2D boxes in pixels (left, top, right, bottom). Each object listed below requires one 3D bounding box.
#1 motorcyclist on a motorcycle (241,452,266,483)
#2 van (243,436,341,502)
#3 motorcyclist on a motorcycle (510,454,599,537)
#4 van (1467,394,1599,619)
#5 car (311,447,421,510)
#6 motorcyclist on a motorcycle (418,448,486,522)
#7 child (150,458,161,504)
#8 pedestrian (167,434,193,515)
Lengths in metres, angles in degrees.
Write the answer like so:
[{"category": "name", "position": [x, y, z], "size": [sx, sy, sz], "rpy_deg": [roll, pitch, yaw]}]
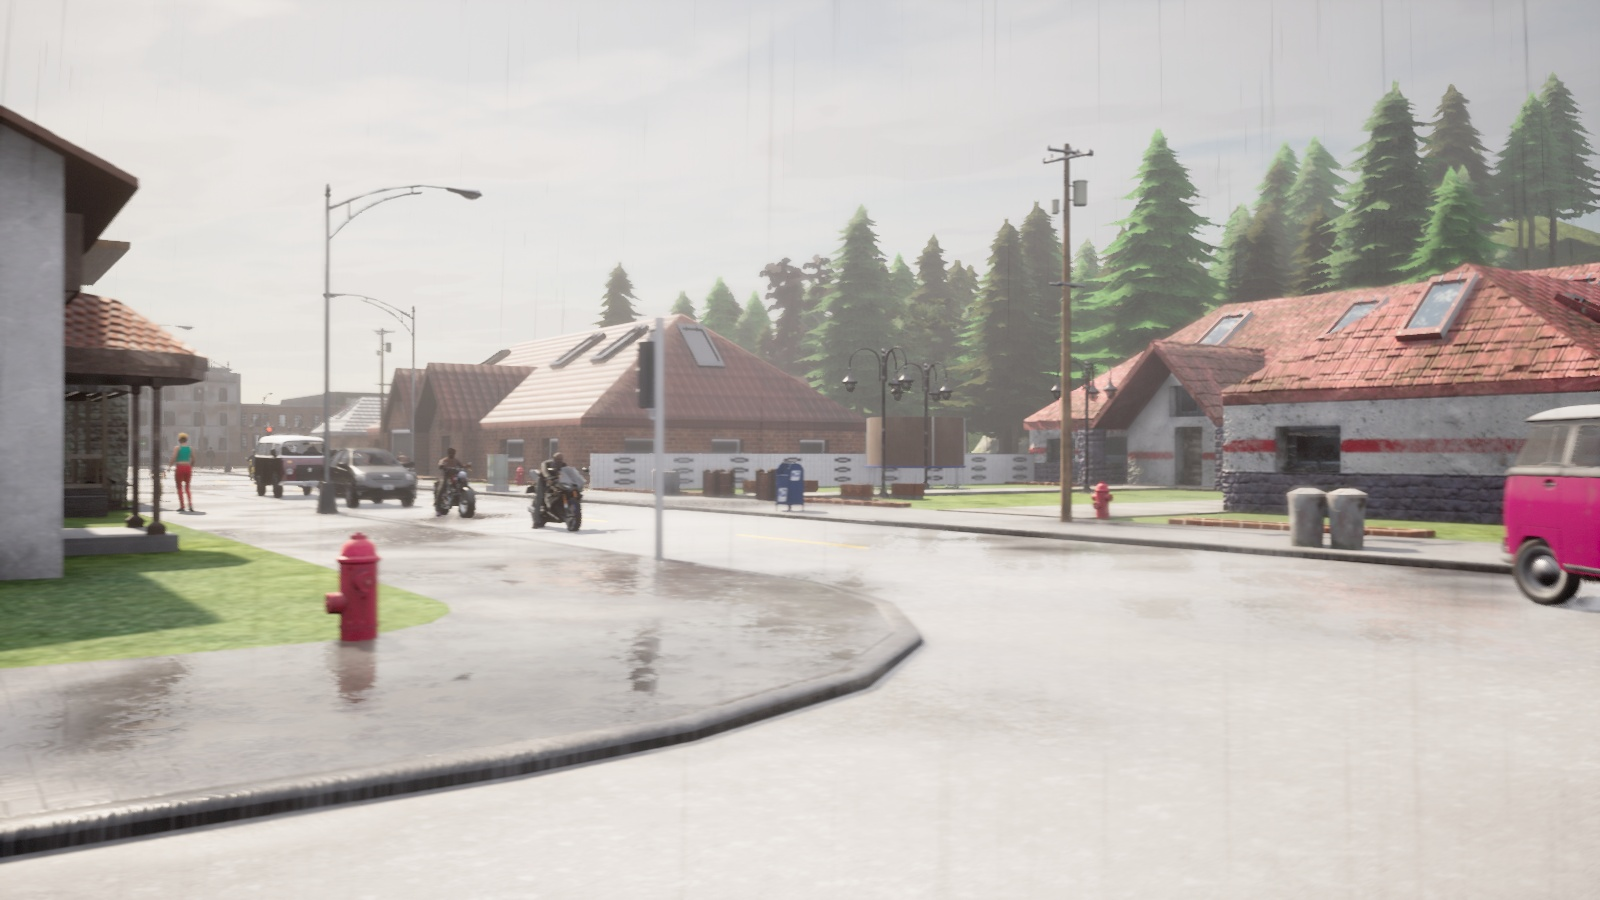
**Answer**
[{"category": "motorcyclist on a motorcycle", "position": [-28.291, 0.910, 64.985], "size": [0.866, 1.590, 1.817], "rpy_deg": [0, 0, -35]}, {"category": "van", "position": [-16.879, 0.600, 41.634], "size": [2.069, 2.038, 4.480], "rpy_deg": [0, 0, -35]}, {"category": "motorcyclist on a motorcycle", "position": [-4.775, 0.844, 24.264], "size": [0.866, 1.530, 2.191], "rpy_deg": [0, 0, -35]}, {"category": "van", "position": [7.956, 0.501, 11.072], "size": [1.775, 1.987, 4.442], "rpy_deg": [0, 0, 0]}, {"category": "car", "position": [-12.027, 0.748, 34.672], "size": [1.851, 1.617, 3.988], "rpy_deg": [0, 0, -35]}, {"category": "motorcyclist on a motorcycle", "position": [-8.039, 0.778, 28.949], "size": [0.766, 1.649, 2.350], "rpy_deg": [0, 0, -35]}, {"category": "child", "position": [-17.984, 0.856, 35.055], "size": [0.270, 1.263, 0.437], "rpy_deg": [0, 0, -29]}, {"category": "pedestrian", "position": [-14.224, 0.553, 28.796], "size": [0.594, 1.836, 0.345], "rpy_deg": [0, 0, 42]}]
